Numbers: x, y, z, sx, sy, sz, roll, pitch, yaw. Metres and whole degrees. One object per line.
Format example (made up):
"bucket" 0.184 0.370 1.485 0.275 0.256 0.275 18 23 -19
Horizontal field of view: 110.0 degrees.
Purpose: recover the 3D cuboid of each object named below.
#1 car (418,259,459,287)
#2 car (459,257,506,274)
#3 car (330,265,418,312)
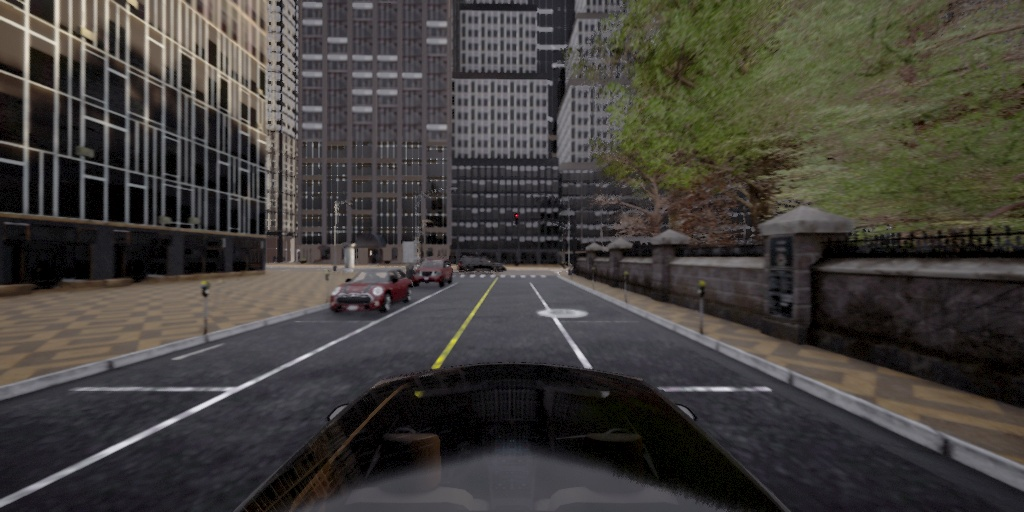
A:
"car" -5.376 1.097 25.050 2.192 1.841 5.009 0 0 0
"car" -3.430 1.098 41.627 5.566 2.045 2.150 1 0 -1
"car" -5.310 1.208 13.963 1.967 1.591 4.097 0 0 0
